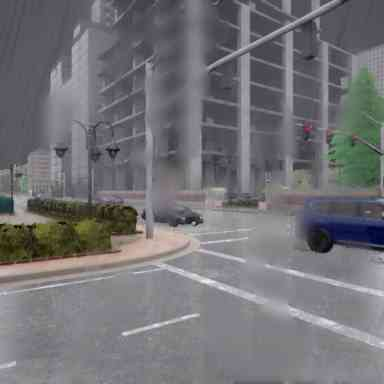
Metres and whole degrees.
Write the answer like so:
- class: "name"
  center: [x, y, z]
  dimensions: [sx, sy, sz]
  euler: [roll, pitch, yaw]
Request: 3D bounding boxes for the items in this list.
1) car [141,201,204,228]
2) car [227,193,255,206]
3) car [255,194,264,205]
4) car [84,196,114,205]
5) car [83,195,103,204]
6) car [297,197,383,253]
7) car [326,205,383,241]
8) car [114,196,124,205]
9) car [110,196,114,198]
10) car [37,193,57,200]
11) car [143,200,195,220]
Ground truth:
- class: "car"
  center: [-1.443, 1.492, 22.108]
  dimensions: [2.033, 1.411, 5.357]
  euler: [0, 0, -36]
- class: "car"
  center: [7.095, 1.114, 50.650]
  dimensions: [1.905, 1.878, 3.866]
  euler: [0, 0, -36]
- class: "car"
  center: [9.485, 1.114, 52.365]
  dimensions: [1.905, 1.878, 3.866]
  euler: [0, 0, -36]
- class: "car"
  center: [-10.002, 1.470, 33.896]
  dimensions: [1.812, 1.442, 4.674]
  euler: [0, 0, -36]
- class: "car"
  center: [-19.444, 1.436, 65.103]
  dimensions: [2.128, 1.511, 4.902]
  euler: [0, 0, -36]
- class: "car"
  center: [6.315, 1.204, 11.433]
  dimensions: [2.150, 2.045, 5.566]
  euler: [0, 0, -36]
- class: "car"
  center: [9.298, 1.467, 16.033]
  dimensions: [5.008, 1.535, 1.882]
  euler: [0, 0, 33]
- class: "car"
  center: [-13.340, 1.436, 56.692]
  dimensions: [2.128, 1.511, 4.902]
  euler: [0, 0, -36]
- class: "car"
  center: [-12.494, 1.492, 43.289]
  dimensions: [2.033, 1.411, 5.357]
  euler: [0, 0, -36]
- class: "car"
  center: [-22.386, 1.171, 51.080]
  dimensions: [2.150, 2.045, 5.566]
  euler: [0, 0, -36]
- class: "car"
  center: [-2.152, 1.492, 29.041]
  dimensions: [2.033, 1.411, 5.357]
  euler: [0, 0, -36]
